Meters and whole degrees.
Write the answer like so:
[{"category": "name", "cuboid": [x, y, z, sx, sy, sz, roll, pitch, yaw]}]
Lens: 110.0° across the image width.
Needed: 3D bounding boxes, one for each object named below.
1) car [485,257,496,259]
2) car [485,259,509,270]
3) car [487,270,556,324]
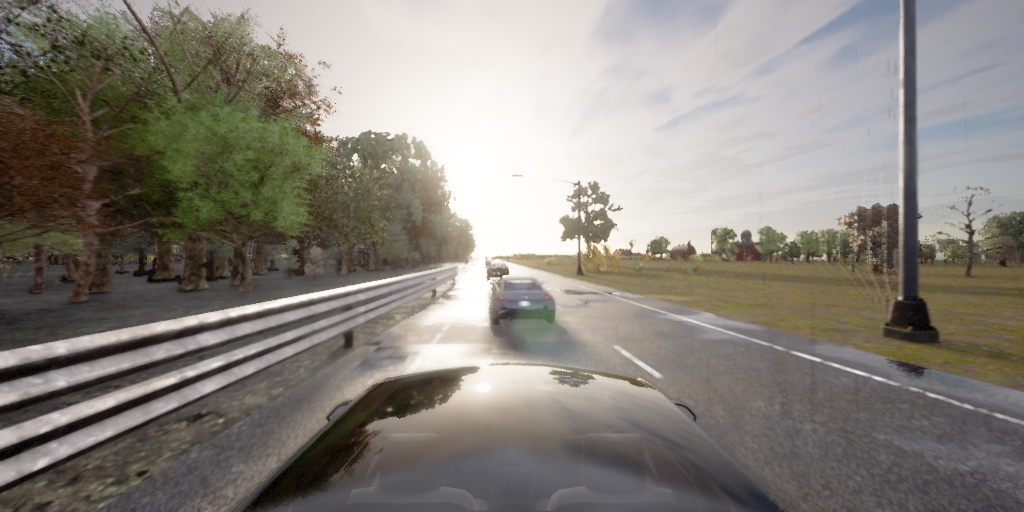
[{"category": "car", "cuboid": [-3.673, 1.329, 62.845, 2.128, 1.511, 4.902, 0, 0, -4]}, {"category": "car", "cuboid": [-1.265, 1.277, 31.473, 1.882, 1.535, 5.008, 0, 0, -4]}, {"category": "car", "cuboid": [0.212, 1.335, 12.180, 1.994, 1.385, 4.181, 0, 0, -4]}]
